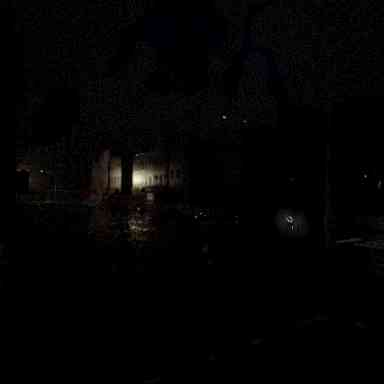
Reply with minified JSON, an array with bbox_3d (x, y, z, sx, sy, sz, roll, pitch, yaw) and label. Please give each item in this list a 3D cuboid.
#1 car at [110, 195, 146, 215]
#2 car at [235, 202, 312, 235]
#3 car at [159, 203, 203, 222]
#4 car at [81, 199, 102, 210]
[{"bbox_3d":[-6.987,1.350,35.773,2.150,2.045,5.566,1,-1,-36],"label":"car"},{"bbox_3d":[4.675,1.440,19.492,2.097,1.767,4.553,1,-1,-36],"label":"car"},{"bbox_3d":[-1.029,1.633,27.429,1.812,1.442,4.674,1,-1,-36],"label":"car"},{"bbox_3d":[-13.741,1.681,45.316,1.812,1.442,4.674,1,0,-35],"label":"car"}]
